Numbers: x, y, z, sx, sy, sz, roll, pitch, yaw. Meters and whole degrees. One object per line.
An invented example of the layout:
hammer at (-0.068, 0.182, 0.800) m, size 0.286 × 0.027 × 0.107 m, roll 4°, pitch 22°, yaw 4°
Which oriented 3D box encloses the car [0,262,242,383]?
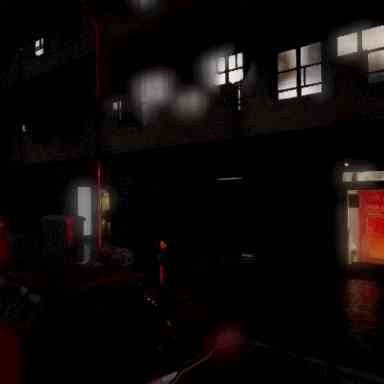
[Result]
car at (-1.608, 1.543, 4.039) m, size 4.507 × 1.381 × 1.887 m, roll 0°, pitch -1°, yaw 36°
